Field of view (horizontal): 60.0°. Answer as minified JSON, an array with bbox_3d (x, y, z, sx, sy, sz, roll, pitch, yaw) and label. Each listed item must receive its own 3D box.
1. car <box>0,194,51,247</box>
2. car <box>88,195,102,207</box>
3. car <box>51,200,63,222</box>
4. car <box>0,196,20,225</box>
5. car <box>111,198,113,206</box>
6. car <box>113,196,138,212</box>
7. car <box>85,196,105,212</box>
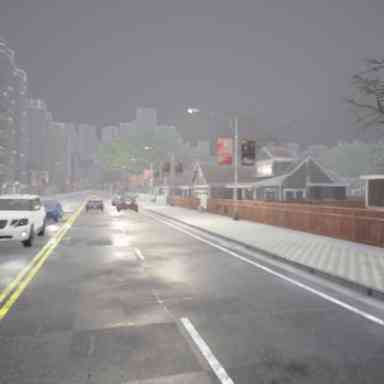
[{"bbox_3d":[-7.833,1.135,14.590,2.150,2.045,5.566,0,0,-16],"label":"car"},{"bbox_3d":[-13.749,1.246,47.365,1.882,1.535,5.008,0,0,-16],"label":"car"},{"bbox_3d":[-10.709,1.344,24.630,1.882,1.535,5.008,0,0,-16],"label":"car"},{"bbox_3d":[-13.656,1.208,23.128,2.097,1.767,4.553,0,0,-16],"label":"car"},{"bbox_3d":[-10.421,1.351,47.522,1.994,1.385,4.181,0,0,-16],"label":"car"},{"bbox_3d":[-7.037,1.199,35.694,2.097,1.767,4.553,0,0,-16],"label":"car"},{"bbox_3d":[-10.476,1.320,36.026,2.128,1.511,4.902,0,0,-16],"label":"car"}]
